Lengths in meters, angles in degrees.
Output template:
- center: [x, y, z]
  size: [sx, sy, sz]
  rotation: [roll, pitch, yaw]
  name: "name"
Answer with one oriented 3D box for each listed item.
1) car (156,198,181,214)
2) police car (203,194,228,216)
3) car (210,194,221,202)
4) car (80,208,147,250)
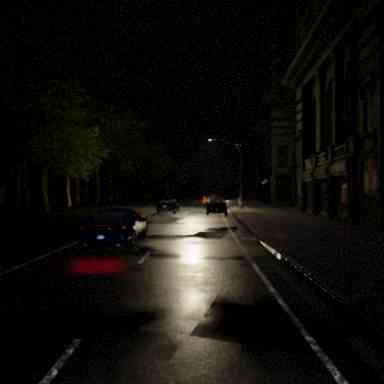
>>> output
- center: [-2.247, 1.327, 32.334]
  size: [2.033, 1.411, 5.357]
  rotation: [0, 1, 4]
  name: "car"
- center: [2.244, 1.218, 30.454]
  size: [1.930, 1.638, 5.238]
  rotation: [0, 1, 4]
  name: "police car"
- center: [4.846, 1.207, 68.323]
  size: [1.882, 1.535, 5.008]
  rotation: [0, 0, 8]
  name: "car"
- center: [-3.130, 1.421, 14.154]
  size: [1.882, 1.535, 5.008]
  rotation: [0, 0, 2]
  name: "car"
